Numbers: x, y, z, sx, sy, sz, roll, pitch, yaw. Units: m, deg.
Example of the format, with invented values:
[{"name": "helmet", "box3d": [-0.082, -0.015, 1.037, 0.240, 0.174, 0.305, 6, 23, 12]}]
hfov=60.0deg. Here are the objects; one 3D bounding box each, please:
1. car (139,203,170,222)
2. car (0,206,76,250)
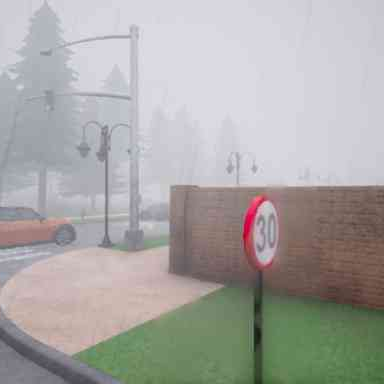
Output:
[{"name": "car", "box3d": [-2.337, 1.544, 25.886, 1.994, 1.385, 4.181, 0, 0, 35]}, {"name": "car", "box3d": [-6.840, 1.334, 12.958, 2.097, 1.767, 4.553, 0, 0, 34]}]
